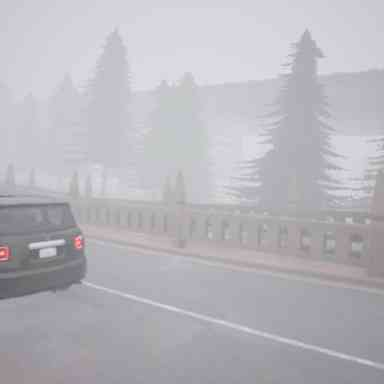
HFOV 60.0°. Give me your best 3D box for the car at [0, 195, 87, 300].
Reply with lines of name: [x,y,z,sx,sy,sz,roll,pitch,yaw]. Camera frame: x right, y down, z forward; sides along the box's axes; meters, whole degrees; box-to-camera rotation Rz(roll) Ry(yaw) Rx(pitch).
car: [-4.683,1.065,7.332,5.566,2.045,2.150,2,1,35]
